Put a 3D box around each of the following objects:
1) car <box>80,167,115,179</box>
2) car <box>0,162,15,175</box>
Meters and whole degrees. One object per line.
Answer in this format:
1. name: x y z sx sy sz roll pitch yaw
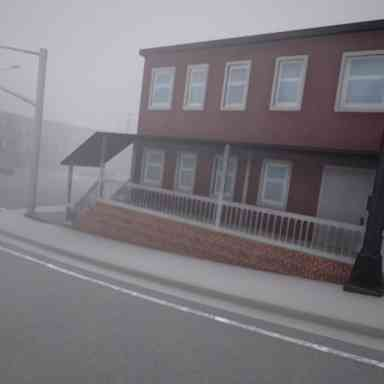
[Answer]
1. car: -12.486 -2.576 44.119 1.837 1.490 4.892 10 6 35
2. car: -20.198 -2.524 33.461 1.994 1.385 4.181 11 6 35
